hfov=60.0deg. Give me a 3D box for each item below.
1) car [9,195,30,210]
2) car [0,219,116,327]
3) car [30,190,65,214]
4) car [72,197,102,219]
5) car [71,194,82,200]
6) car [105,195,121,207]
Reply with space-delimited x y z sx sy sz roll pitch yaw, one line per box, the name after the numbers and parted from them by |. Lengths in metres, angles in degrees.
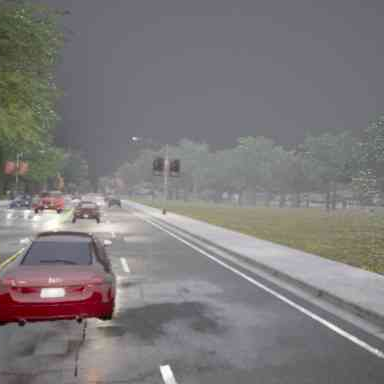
-17.599 1.025 34.779 1.812 1.442 4.674 3 -1 -16 | car
-2.679 1.503 7.022 1.994 1.385 4.181 3 -1 -16 | car
-13.077 0.898 30.822 2.150 2.045 5.566 3 -1 -16 | car
-7.619 1.400 24.230 1.812 1.442 4.674 3 -1 -16 | car
-24.216 1.075 69.889 1.994 1.385 4.181 3 -1 -16 | car
-11.823 1.482 50.623 1.837 1.490 4.892 3 -1 -16 | car
